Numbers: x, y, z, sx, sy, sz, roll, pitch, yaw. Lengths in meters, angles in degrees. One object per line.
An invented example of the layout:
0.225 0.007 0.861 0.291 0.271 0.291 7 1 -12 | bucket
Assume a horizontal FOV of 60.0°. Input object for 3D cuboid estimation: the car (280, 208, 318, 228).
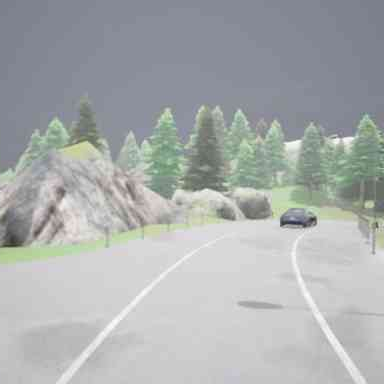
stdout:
8.131 1.919 25.134 1.994 1.385 4.181 1 -2 32 | car
